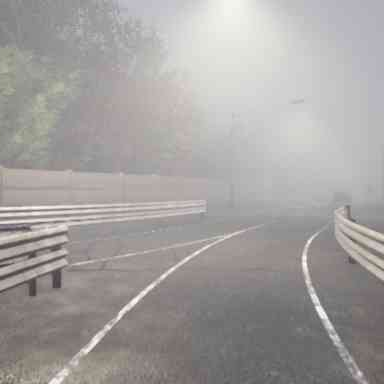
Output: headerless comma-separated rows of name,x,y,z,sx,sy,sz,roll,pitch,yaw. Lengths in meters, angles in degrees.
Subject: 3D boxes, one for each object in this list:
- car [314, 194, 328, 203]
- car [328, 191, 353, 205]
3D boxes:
car,22.138,1.026,56.661,2.128,1.511,4.902,1,1,29
car,21.845,0.863,48.772,2.150,2.045,5.566,1,1,29
